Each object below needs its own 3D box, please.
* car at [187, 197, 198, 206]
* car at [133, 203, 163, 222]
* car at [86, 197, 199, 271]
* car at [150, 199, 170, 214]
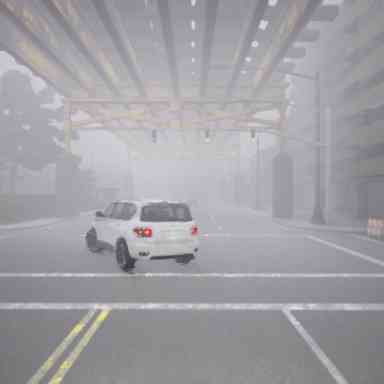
[{"bbox_3d":[0.105,1.666,57.079,1.812,1.442,4.674,0,0,0],"label":"car"},{"bbox_3d":[-3.596,1.632,27.726,1.994,1.385,4.181,0,0,-1],"label":"car"},{"bbox_3d":[-1.894,1.252,11.436,2.150,2.045,5.566,1,-1,-31],"label":"car"},{"bbox_3d":[-3.586,1.572,38.154,1.882,1.535,5.008,0,0,0],"label":"car"}]
